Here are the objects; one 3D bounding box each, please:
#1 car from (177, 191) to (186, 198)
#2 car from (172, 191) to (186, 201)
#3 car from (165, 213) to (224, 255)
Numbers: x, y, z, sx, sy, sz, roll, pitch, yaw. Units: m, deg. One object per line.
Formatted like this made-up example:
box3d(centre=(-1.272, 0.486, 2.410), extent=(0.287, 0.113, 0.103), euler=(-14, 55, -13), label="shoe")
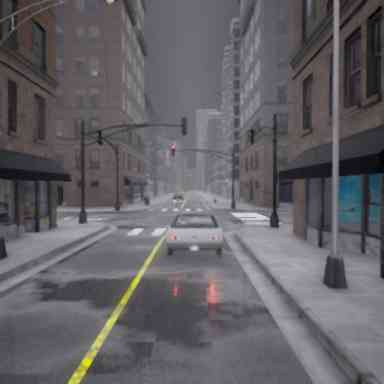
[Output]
box3d(centre=(-2.362, 0.555, 75.457), extent=(1.837, 1.490, 4.892), euler=(0, 1, 0), label="car")
box3d(centre=(-2.483, 0.792, 59.845), extent=(2.033, 1.411, 5.357), euler=(0, 1, 1), label="car")
box3d(centre=(0.117, 1.432, 12.568), extent=(1.895, 1.301, 4.718), euler=(0, 1, 1), label="car")
